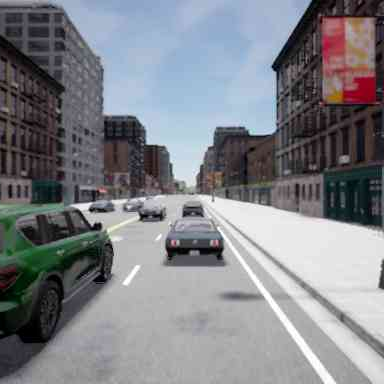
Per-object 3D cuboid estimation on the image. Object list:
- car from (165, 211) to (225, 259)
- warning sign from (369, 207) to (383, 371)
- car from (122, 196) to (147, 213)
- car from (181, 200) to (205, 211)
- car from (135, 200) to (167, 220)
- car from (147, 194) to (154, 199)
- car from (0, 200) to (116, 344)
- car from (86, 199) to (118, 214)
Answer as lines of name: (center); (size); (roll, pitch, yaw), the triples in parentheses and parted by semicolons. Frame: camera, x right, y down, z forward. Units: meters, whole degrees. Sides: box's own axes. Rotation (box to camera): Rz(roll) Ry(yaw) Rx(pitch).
car: (0.091, 1.599, 12.527); (1.895, 1.301, 4.718); (0, 0, 0)
warning sign: (2.846, 1.115, 3.585); (1.300, 1.860, 1.060); (0, 0, 0)
car: (-6.600, 1.487, 37.496); (2.128, 1.511, 4.902); (0, 0, 0)
car: (0.089, 1.501, 29.438); (1.837, 1.490, 4.892); (0, 0, 0)
car: (-3.162, 1.597, 27.686); (1.895, 1.301, 4.718); (0, 0, 0)
car: (-9.763, 1.283, 77.609); (1.812, 1.442, 4.674); (0, 0, 0)
car: (-3.181, 1.222, 6.540); (2.150, 2.045, 5.566); (0, 0, 1)
car: (-9.852, 1.542, 36.795); (2.033, 1.411, 5.357); (0, 0, 0)
